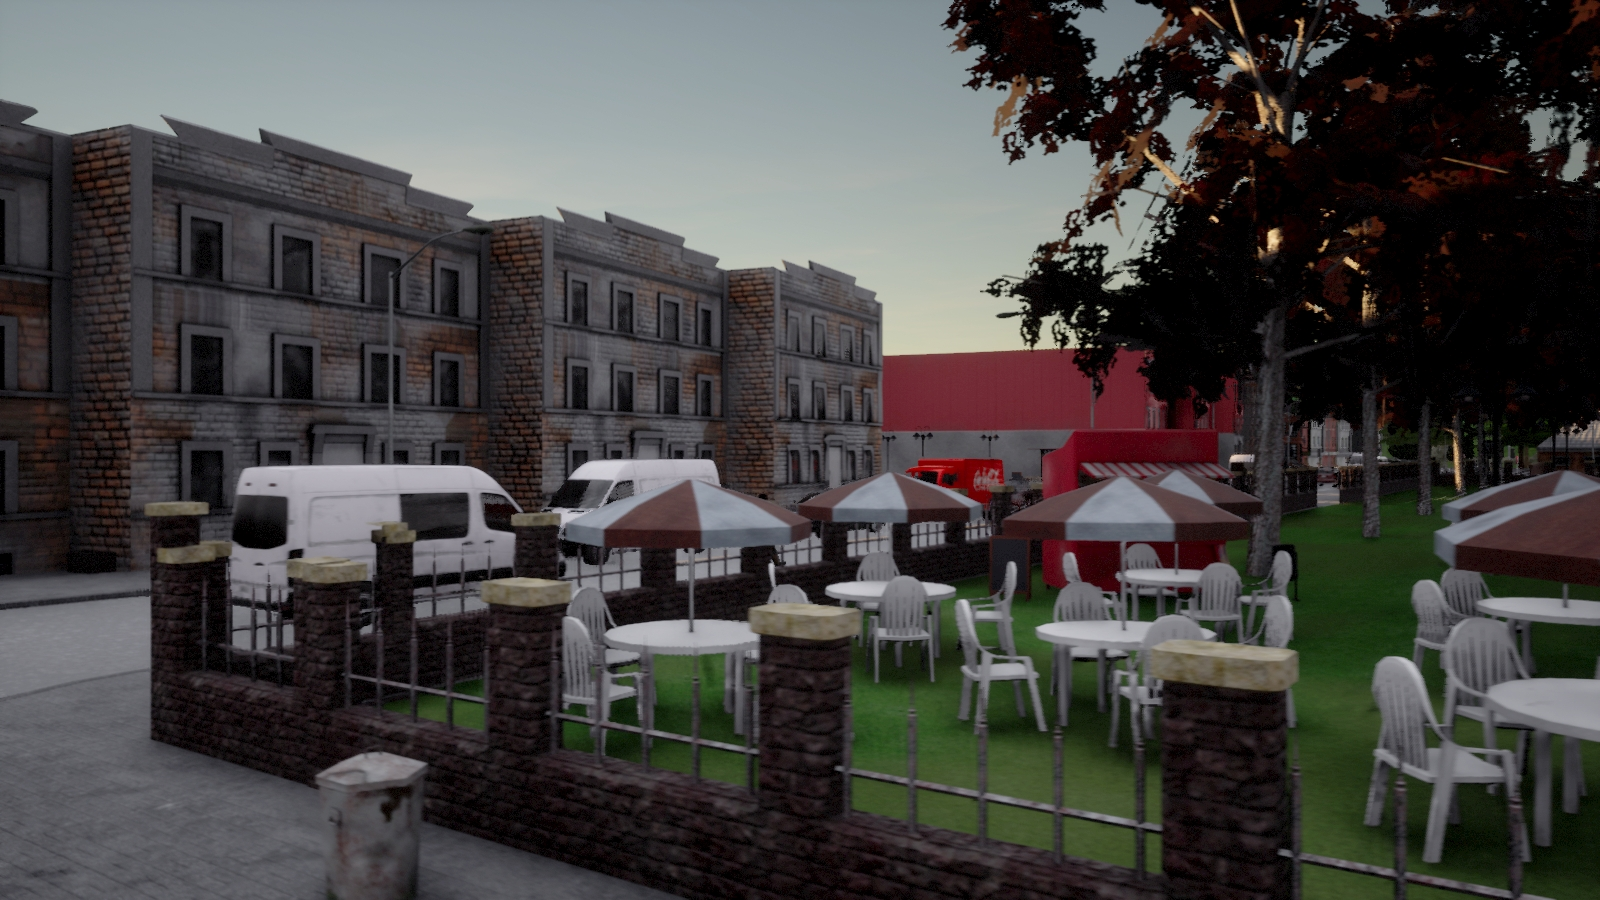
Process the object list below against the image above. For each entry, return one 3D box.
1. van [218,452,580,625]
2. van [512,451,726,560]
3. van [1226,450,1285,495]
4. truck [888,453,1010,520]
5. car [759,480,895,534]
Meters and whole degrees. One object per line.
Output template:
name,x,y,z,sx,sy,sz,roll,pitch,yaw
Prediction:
van,-6.715,1.314,19.980,1.988,2.561,5.915,0,0,35
van,-4.555,1.314,29.840,1.988,2.561,5.915,0,0,35
van,27.301,1.315,68.399,1.988,2.561,5.915,0,0,35
truck,5.905,1.348,44.790,2.627,2.467,5.204,0,0,35
car,0.980,1.814,37.756,2.097,1.535,5.006,0,0,35
